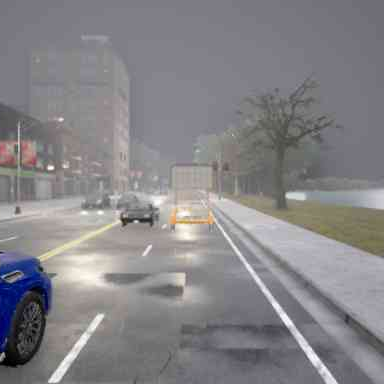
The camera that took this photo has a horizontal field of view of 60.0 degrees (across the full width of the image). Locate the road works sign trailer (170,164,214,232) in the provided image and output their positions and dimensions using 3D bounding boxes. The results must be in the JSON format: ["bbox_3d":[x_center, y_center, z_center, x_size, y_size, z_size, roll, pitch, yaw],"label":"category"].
[{"bbox_3d":[0.004,0.250,18.495,2.380,3.560,2.880,0,1,0],"label":"road works sign trailer"}]

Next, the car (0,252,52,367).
[{"bbox_3d":[-3.149,1.203,2.574,2.150,2.045,5.566,0,0,0],"label":"car"}]

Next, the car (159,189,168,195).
[{"bbox_3d":[-6.482,0.036,76.872,2.033,1.411,5.357,0,1,0],"label":"car"}]

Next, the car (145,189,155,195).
[{"bbox_3d":[-9.732,-0.004,76.871,1.837,1.490,4.892,0,1,0],"label":"car"}]

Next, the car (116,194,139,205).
[{"bbox_3d":[-6.586,1.005,34.623,1.837,1.490,4.892,0,1,0],"label":"car"}]

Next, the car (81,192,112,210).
[{"bbox_3d":[-9.836,0.855,34.427,2.097,1.767,4.553,0,1,0],"label":"car"}]

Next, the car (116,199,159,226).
[{"bbox_3d":[-3.145,1.346,20.993,1.895,1.301,4.718,0,1,0],"label":"car"}]
